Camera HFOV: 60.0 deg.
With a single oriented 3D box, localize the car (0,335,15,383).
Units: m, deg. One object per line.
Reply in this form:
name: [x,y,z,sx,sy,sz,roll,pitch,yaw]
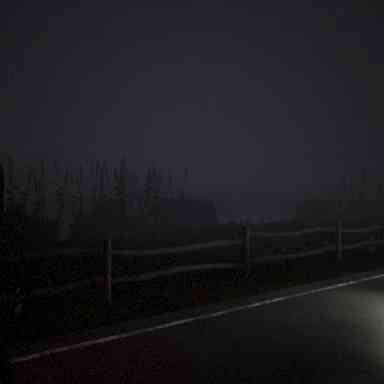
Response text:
car: [-3.535,1.353,1.817,4.553,1.767,2.097,0,0,-31]
